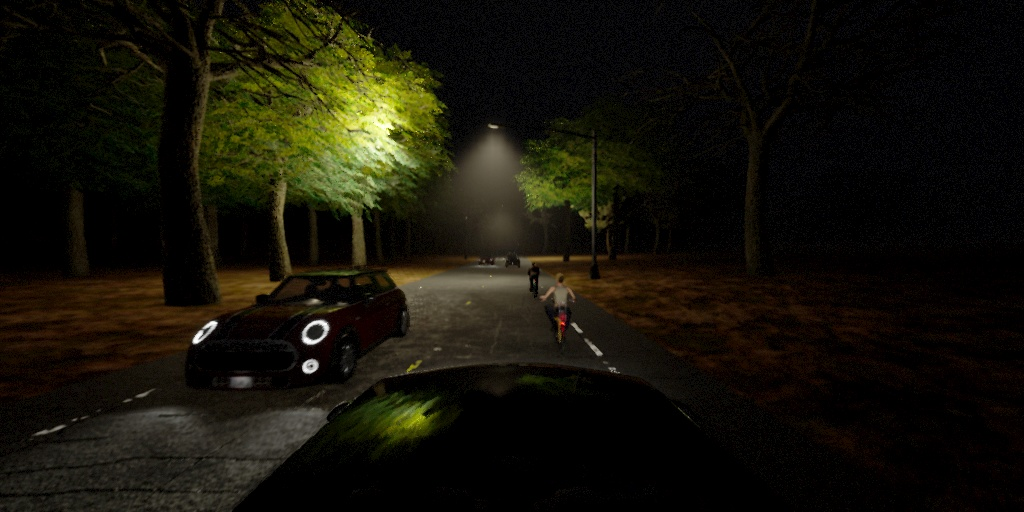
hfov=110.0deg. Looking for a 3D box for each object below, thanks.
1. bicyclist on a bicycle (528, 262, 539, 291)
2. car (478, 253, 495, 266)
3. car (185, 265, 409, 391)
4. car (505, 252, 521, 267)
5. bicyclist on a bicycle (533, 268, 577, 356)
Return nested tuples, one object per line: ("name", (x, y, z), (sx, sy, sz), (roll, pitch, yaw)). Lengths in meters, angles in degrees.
("bicyclist on a bicycle", (0.964, 1.086, 15.608), (0.582, 1.620, 1.656), (0, 0, 0))
("car", (-3.571, 0.407, 50.849), (2.097, 1.767, 4.553), (0, 1, 0))
("car", (-3.598, 1.069, 7.003), (2.097, 1.767, 4.553), (0, 0, 0))
("car", (0.092, 0.629, 46.695), (2.128, 1.511, 4.902), (0, 1, 0))
("bicyclist on a bicycle", (0.989, 1.151, 7.544), (0.866, 1.612, 1.509), (0, 0, 0))
